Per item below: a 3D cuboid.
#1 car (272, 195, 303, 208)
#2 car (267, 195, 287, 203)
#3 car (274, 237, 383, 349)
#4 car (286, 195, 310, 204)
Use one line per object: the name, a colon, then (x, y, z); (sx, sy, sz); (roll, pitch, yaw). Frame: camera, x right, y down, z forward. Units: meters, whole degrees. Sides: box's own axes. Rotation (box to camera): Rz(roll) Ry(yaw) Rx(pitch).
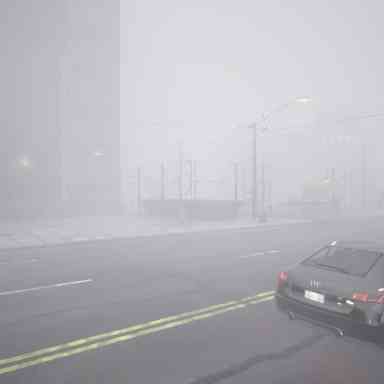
car: (13.356, 1.254, 44.728); (4.553, 1.767, 2.185); (0, 0, -36)
car: (17.359, 1.452, 67.790); (3.806, 1.475, 1.970); (0, 0, -36)
car: (3.499, 1.564, 6.243); (4.181, 1.385, 1.994); (0, 0, -36)
car: (20.266, 1.420, 63.789); (4.674, 1.452, 2.002); (0, 0, -36)
